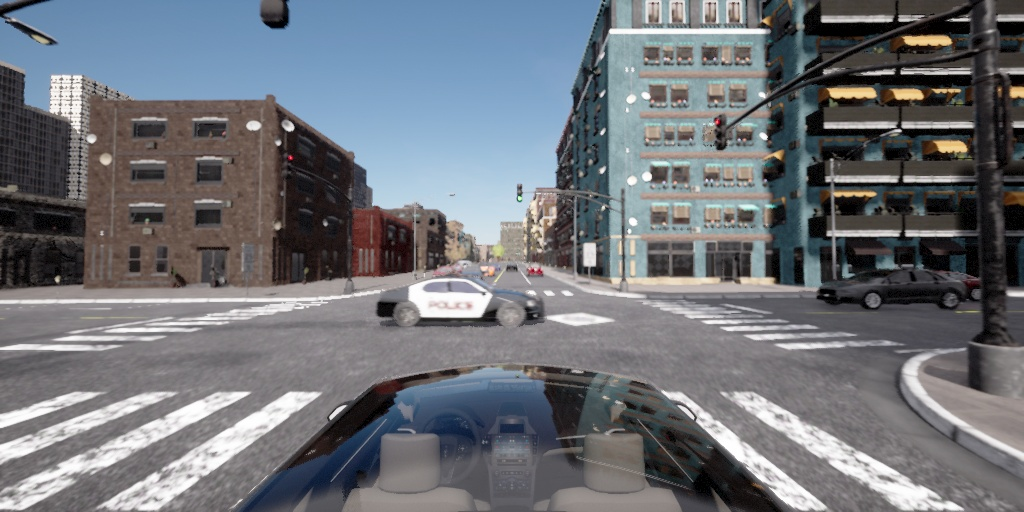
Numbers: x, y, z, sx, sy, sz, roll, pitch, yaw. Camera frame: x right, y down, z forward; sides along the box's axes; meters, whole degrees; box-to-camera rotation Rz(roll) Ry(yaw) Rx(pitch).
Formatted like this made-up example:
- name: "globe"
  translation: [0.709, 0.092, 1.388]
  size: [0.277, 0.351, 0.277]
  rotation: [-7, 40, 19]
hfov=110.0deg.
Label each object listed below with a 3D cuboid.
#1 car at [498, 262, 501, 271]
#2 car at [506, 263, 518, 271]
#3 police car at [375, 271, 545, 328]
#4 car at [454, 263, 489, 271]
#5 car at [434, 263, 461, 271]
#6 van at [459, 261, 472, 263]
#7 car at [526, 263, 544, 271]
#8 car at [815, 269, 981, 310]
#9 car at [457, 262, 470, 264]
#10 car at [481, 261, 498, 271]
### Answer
- name: "car"
  translation: [-3.008, 1.724, 63.232]
  size: [2.097, 1.767, 4.553]
  rotation: [0, 0, 0]
- name: "car"
  translation: [-0.003, 1.804, 58.549]
  size: [1.882, 1.535, 5.008]
  rotation: [0, -1, 0]
- name: "police car"
  translation: [-1.516, 1.354, 11.243]
  size: [4.974, 1.542, 2.038]
  rotation: [0, -1, 1]
- name: "car"
  translation: [-3.094, 1.545, 28.285]
  size: [1.812, 1.442, 4.674]
  rotation: [0, 0, 0]
- name: "car"
  translation: [-5.768, 1.595, 31.289]
  size: [1.888, 1.381, 4.507]
  rotation: [0, 0, 0]
- name: "van"
  translation: [-5.692, 1.506, 42.658]
  size: [1.690, 1.789, 3.998]
  rotation: [0, 0, 0]
- name: "car"
  translation: [2.689, 1.605, 42.719]
  size: [1.967, 1.591, 4.097]
  rotation: [0, 0, 0]
- name: "car"
  translation: [14.875, 1.277, 14.212]
  size: [4.892, 1.490, 1.837]
  rotation: [-1, -2, 0]
- name: "car"
  translation: [-5.692, 1.652, 36.970]
  size: [1.888, 1.381, 4.507]
  rotation: [0, 0, 0]
- name: "car"
  translation: [-3.093, 1.511, 41.918]
  size: [2.097, 1.767, 4.553]
  rotation: [0, -1, 0]
